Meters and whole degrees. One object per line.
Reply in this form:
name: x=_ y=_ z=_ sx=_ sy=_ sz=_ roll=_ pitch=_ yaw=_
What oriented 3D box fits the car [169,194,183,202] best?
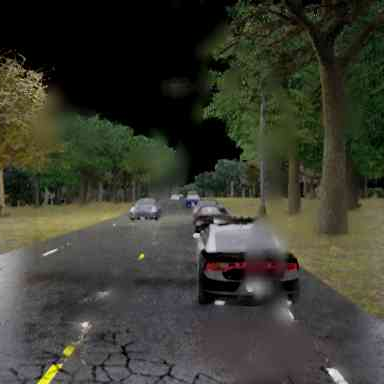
car: x=-3.389 y=1.273 z=67.481 sx=1.812 sy=1.442 sz=4.674 roll=0 pitch=0 yaw=1

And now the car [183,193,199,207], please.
car: x=0.129 y=1.296 z=46.886 sx=1.882 sy=1.535 sz=5.008 roll=0 pitch=0 yaw=1

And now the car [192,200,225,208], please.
car: x=1.084 y=1.440 z=18.101 sx=1.882 sy=1.535 sz=5.008 roll=0 pitch=0 yaw=0

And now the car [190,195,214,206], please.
car: x=1.094 y=1.292 z=24.072 sx=2.097 sy=1.767 sz=4.553 roll=0 pitch=0 yaw=0

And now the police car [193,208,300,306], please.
police car: x=1.066 y=1.414 z=8.209 sx=1.930 sy=1.638 sz=5.238 roll=0 pitch=0 yaw=0

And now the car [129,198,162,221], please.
car: x=-3.550 y=1.284 z=26.247 sx=2.097 sy=1.767 sz=4.553 roll=0 pitch=0 yaw=0
